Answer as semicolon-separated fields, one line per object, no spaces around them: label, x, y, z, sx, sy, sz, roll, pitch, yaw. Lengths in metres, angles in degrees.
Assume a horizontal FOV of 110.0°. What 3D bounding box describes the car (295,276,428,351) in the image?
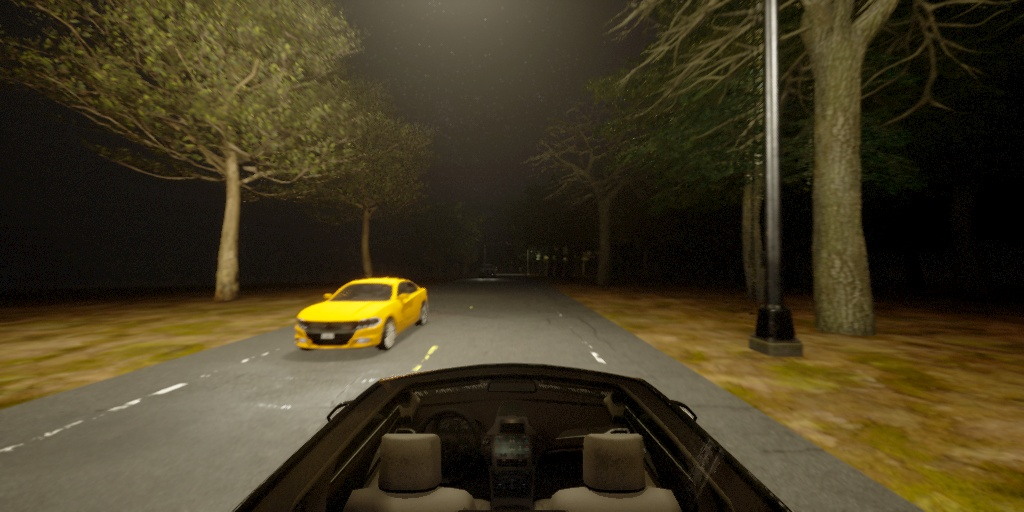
car;-3.597;1.329;9.504;1.882;1.535;5.008;0;-1;0

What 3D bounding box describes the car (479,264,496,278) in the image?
car;-3.543;2.212;52.713;2.150;2.045;5.566;0;-2;1
